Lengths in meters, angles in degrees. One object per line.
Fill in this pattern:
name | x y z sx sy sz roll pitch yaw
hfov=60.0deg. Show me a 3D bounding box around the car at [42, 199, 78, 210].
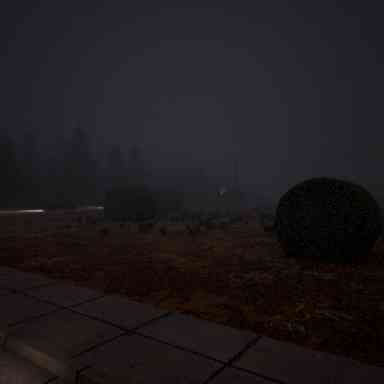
car | -16.737 1.555 42.309 1.994 1.385 4.181 0 0 37
